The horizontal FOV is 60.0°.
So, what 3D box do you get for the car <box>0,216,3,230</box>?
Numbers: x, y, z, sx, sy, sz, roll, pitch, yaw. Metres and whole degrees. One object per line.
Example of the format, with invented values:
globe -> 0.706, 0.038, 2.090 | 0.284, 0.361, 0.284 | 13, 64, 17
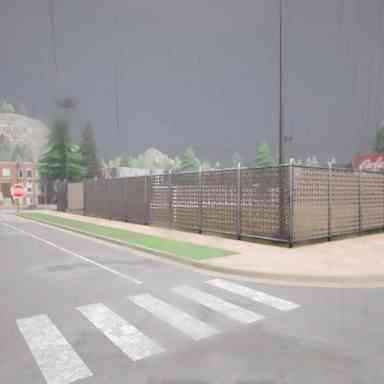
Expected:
car -> -9.917, 1.523, 15.363 | 1.837, 1.490, 4.892 | 1, -1, -30
